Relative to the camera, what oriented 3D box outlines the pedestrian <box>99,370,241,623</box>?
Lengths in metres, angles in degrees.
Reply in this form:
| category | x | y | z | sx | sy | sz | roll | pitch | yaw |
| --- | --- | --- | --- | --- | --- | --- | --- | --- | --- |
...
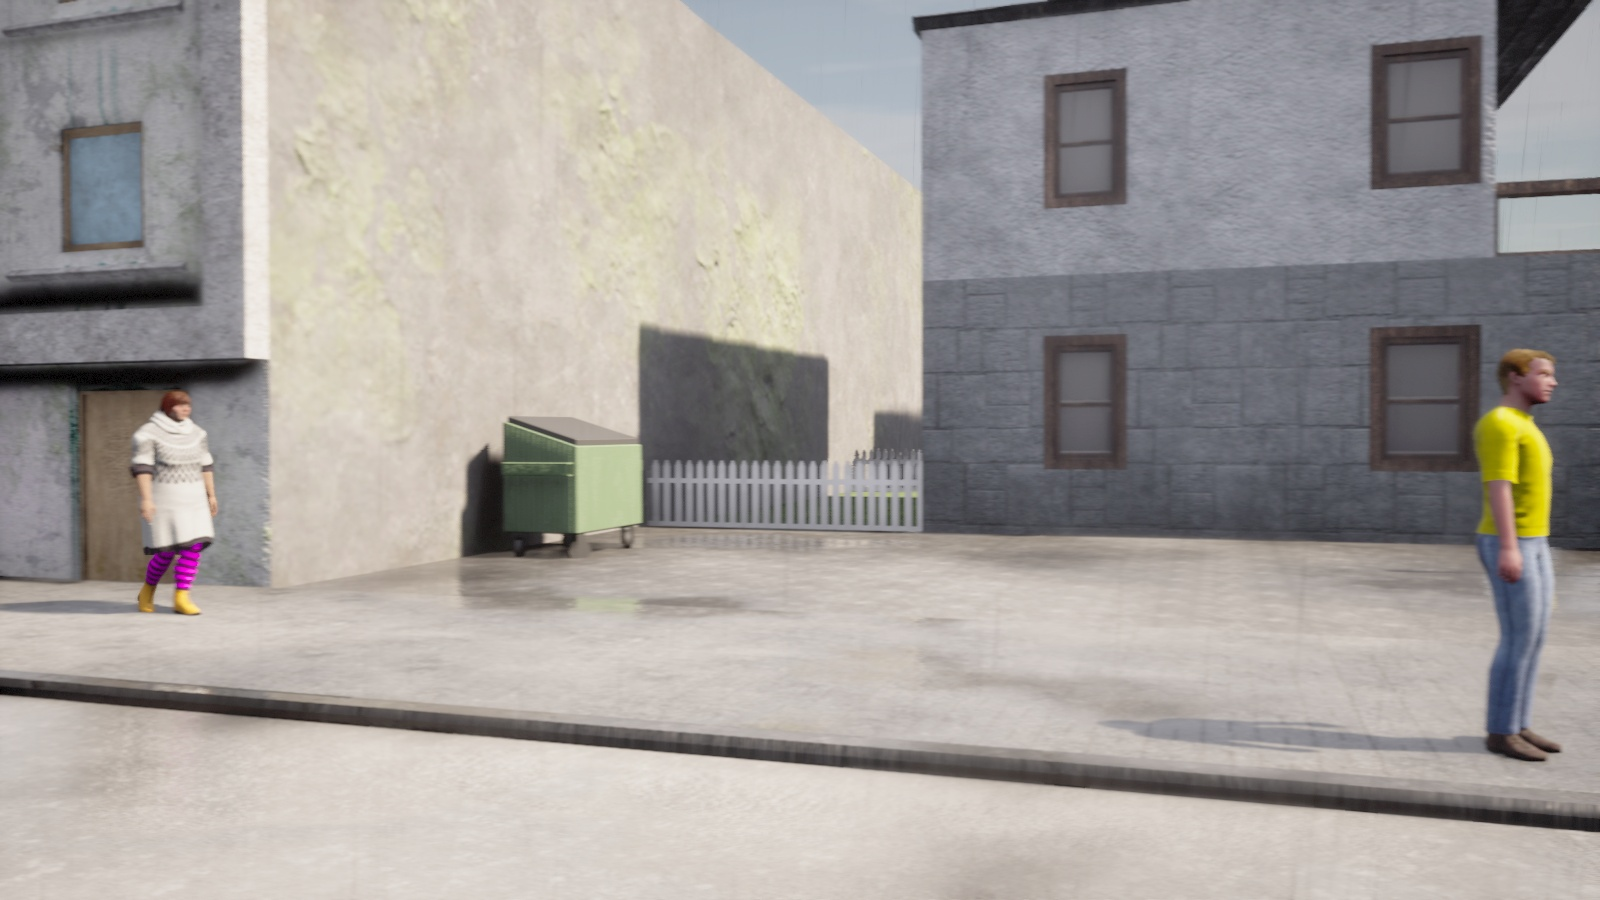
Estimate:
| category | x | y | z | sx | sy | sz | roll | pitch | yaw |
| --- | --- | --- | --- | --- | --- | --- | --- | --- | --- |
| pedestrian | -5.097 | 0.351 | 10.170 | 0.873 | 1.952 | 0.659 | 1 | 1 | 32 |

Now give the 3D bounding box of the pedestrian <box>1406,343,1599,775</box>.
| category | x | y | z | sx | sy | sz | roll | pitch | yaw |
| --- | --- | --- | --- | --- | --- | --- | --- | --- | --- |
| pedestrian | 3.206 | 0.457 | 5.712 | 0.354 | 1.836 | 0.706 | -1 | 1 | -41 |
